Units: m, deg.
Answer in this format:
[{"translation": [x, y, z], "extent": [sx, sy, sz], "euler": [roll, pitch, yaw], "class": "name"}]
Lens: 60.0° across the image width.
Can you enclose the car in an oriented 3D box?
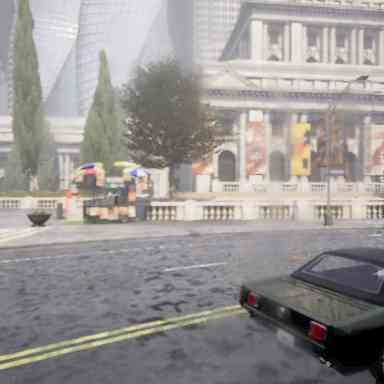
[{"translation": [3.200, 1.577, 5.202], "extent": [4.718, 1.301, 1.895], "euler": [0, 0, -25], "class": "car"}]
